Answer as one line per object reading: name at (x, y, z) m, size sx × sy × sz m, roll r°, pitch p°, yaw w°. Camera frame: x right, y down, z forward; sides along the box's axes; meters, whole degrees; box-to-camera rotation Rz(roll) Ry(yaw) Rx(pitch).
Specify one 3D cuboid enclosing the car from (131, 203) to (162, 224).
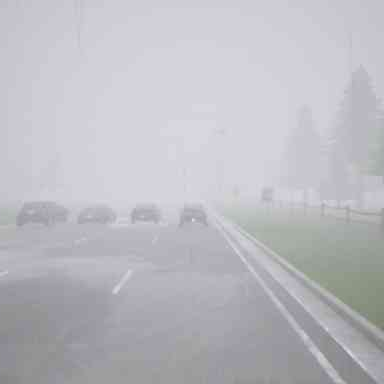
car at (-3.404, 1.542, 25.499) m, size 1.882 × 1.535 × 5.008 m, roll 0°, pitch 0°, yaw 0°

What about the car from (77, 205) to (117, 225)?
car at (-6.905, 1.626, 24.560) m, size 1.994 × 1.385 × 4.181 m, roll 0°, pitch 0°, yaw 0°

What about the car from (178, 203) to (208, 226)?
car at (0.097, 1.565, 23.969) m, size 1.837 × 1.490 × 4.892 m, roll 0°, pitch 0°, yaw 0°

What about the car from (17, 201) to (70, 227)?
car at (-10.403, 1.411, 23.634) m, size 2.097 × 1.767 × 4.553 m, roll 0°, pitch 0°, yaw 0°
